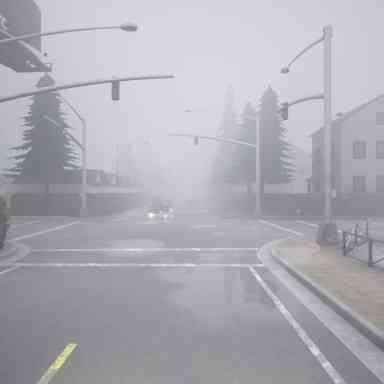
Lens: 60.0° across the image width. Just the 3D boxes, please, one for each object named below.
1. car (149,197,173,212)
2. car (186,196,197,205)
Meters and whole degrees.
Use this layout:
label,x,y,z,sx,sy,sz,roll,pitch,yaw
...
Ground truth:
label,x,y,z,sx,sy,sz,roll,pitch,yaw
car,-3.644,1.352,38.109,2.097,1.767,4.553,0,0,0
car,-0.086,1.491,59.322,2.128,1.511,4.902,0,0,0
